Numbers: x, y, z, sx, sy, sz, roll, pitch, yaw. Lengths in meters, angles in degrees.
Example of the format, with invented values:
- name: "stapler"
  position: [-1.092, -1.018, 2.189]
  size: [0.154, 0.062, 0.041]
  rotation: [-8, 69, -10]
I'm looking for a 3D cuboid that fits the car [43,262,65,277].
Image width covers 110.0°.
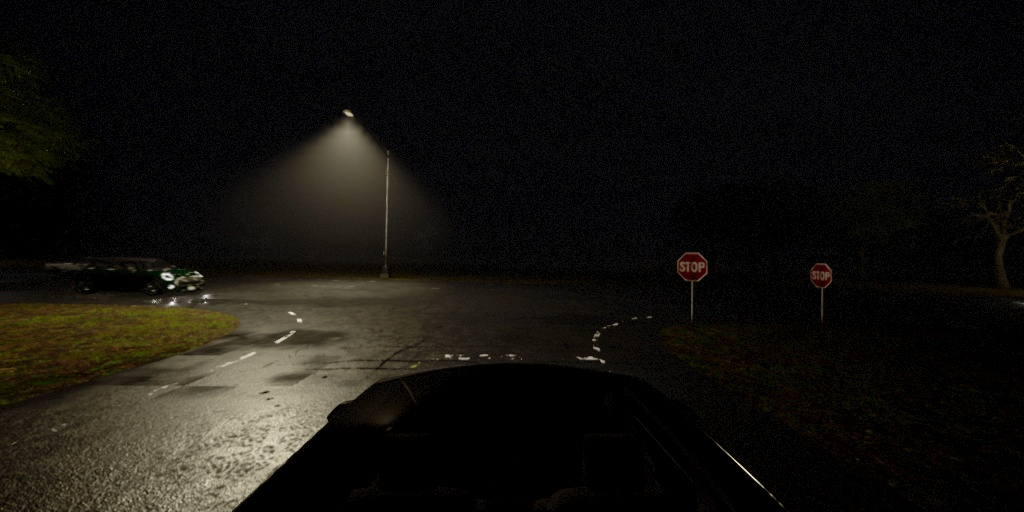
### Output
- name: "car"
  position: [-27.783, 0.723, 23.814]
  size: [4.718, 1.301, 1.895]
  rotation: [2, 1, 0]

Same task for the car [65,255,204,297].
- name: "car"
  position: [-17.277, 0.862, 16.813]
  size: [4.553, 1.767, 2.097]
  rotation: [2, 1, 0]
